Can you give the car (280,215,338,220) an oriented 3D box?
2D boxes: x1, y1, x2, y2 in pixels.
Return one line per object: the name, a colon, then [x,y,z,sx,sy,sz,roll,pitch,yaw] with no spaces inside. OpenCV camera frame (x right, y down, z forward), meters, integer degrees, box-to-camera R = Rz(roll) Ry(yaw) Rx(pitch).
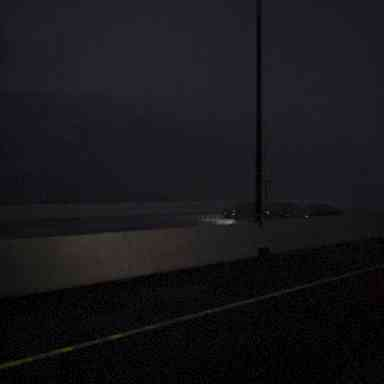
car: [8.505,1.536,22.957,4.674,1.442,1.812,0,0,-35]
